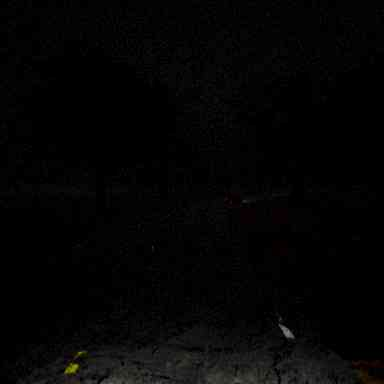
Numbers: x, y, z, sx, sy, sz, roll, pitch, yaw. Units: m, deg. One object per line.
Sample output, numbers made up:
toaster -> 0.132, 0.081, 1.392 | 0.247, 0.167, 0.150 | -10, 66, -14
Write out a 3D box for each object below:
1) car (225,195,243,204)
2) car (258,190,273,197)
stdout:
car -> 6.152, 1.023, 48.140 | 1.895, 1.301, 4.718 | 0, 2, 19
car -> 14.894, 0.235, 67.172 | 1.895, 1.301, 4.718 | 0, 2, 30
